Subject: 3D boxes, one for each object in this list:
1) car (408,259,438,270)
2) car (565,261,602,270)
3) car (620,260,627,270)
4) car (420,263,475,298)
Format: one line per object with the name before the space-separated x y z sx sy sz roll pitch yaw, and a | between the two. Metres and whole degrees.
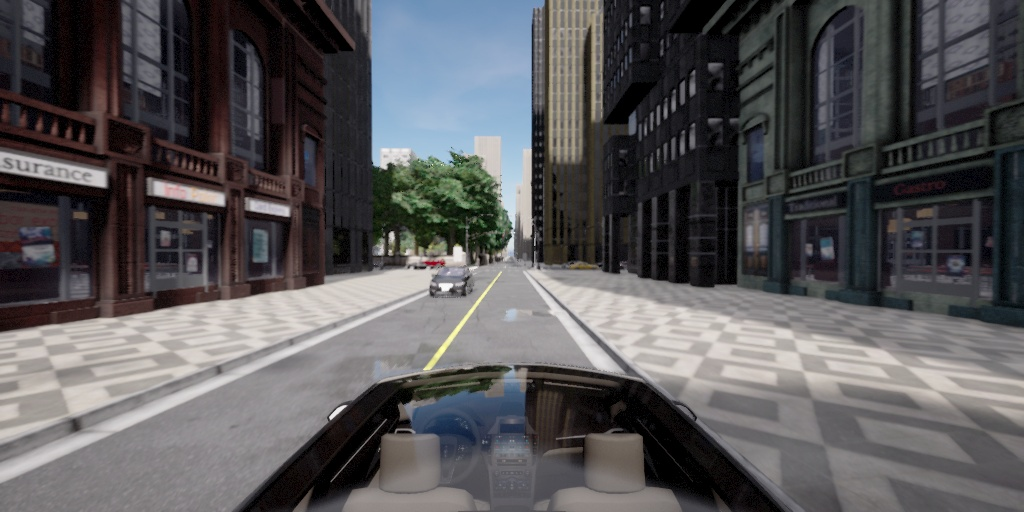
car | -15.058 1.665 59.273 4.313 1.339 1.948 0 0 0
car | 11.776 1.645 59.121 4.829 1.417 1.751 0 0 0
car | 17.118 1.677 59.091 4.403 1.370 2.007 0 0 0
car | -3.097 1.304 19.137 2.128 1.511 4.902 0 0 0
